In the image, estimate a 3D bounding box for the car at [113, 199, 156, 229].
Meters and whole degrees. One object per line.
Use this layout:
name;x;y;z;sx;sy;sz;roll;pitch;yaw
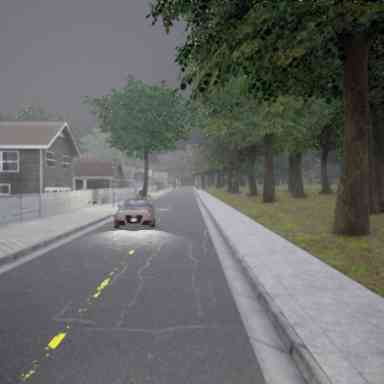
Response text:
car;-2.940;1.067;17.597;1.994;1.385;4.181;0;2;-6
